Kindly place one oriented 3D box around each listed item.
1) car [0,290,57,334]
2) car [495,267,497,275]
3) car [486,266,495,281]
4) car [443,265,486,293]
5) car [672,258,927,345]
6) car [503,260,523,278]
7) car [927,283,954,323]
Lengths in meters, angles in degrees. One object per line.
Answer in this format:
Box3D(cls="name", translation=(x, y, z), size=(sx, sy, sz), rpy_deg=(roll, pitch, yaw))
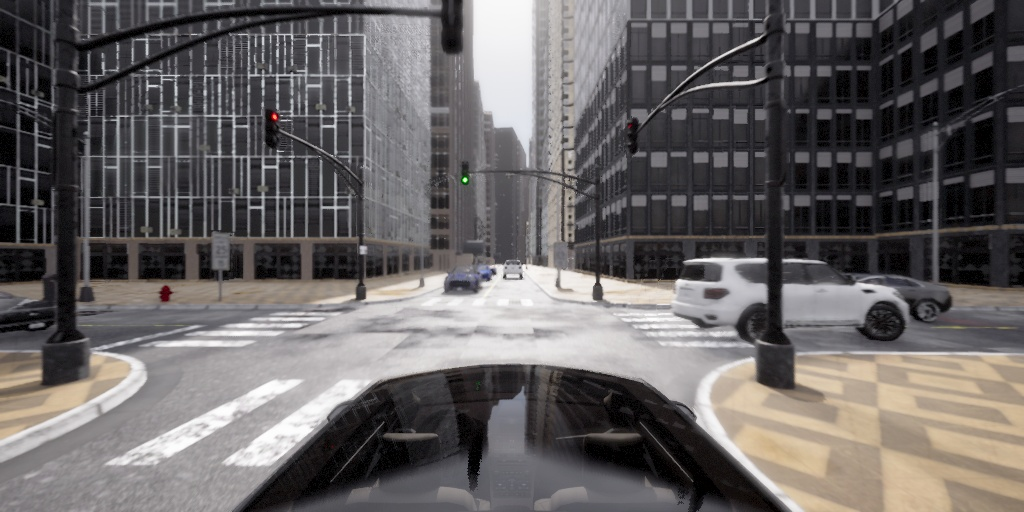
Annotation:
Box3D(cls="car", translation=(-15.088, 1.433, 9.399), size=(5.357, 1.411, 2.033), rpy_deg=(0, 0, 0))
Box3D(cls="car", translation=(-3.061, 1.967, 49.539), size=(1.895, 1.301, 4.718), rpy_deg=(0, -1, 0))
Box3D(cls="car", translation=(-3.084, 1.665, 35.998), size=(1.882, 1.535, 5.008), rpy_deg=(0, -1, 0))
Box3D(cls="car", translation=(-3.091, 1.374, 23.396), size=(2.097, 1.767, 4.553), rpy_deg=(0, -1, 0))
Box3D(cls="car", translation=(7.201, 1.070, 9.578), size=(5.566, 2.045, 2.150), rpy_deg=(0, -1, -6))
Box3D(cls="car", translation=(0.106, 1.486, 41.863), size=(2.150, 2.045, 5.566), rpy_deg=(0, -1, 0))
Box3D(cls="car", translation=(11.539, 1.330, 12.062), size=(4.902, 1.511, 2.128), rpy_deg=(0, 0, 3))
